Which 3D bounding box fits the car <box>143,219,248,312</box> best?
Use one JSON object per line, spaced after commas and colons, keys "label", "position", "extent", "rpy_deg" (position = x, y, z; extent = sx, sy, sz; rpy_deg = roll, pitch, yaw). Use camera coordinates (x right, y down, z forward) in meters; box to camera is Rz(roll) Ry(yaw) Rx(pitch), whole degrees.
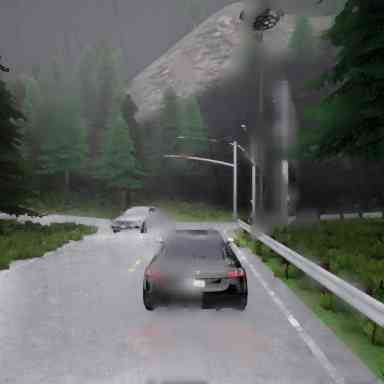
{"label": "car", "position": [0.075, 1.564, 7.782], "extent": [1.994, 1.385, 4.181], "rpy_deg": [0, 0, 1]}

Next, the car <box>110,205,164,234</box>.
{"label": "car", "position": [-3.026, 1.530, 19.465], "extent": [1.812, 1.442, 4.674], "rpy_deg": [-1, -1, 14]}
